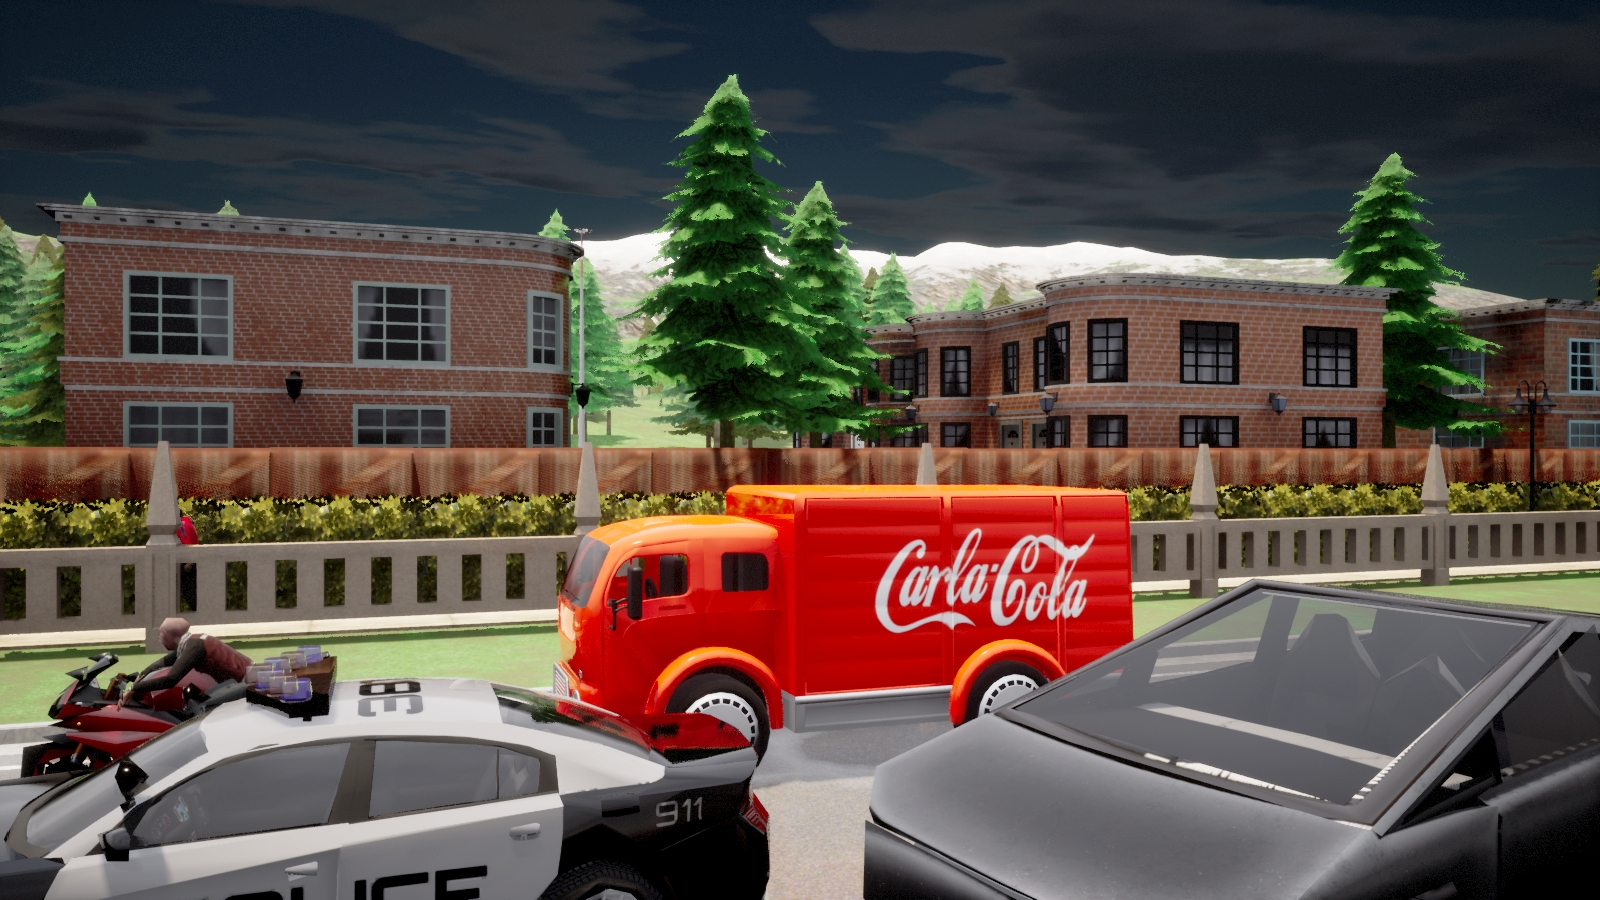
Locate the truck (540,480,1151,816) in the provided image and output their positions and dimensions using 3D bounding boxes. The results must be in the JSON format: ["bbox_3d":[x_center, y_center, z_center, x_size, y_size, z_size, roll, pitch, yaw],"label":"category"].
[{"bbox_3d":[0.341,1.571,10.872,5.204,2.467,2.627,0,0,-20],"label":"truck"}]

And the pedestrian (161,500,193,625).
[{"bbox_3d":[-9.500,1.700,17.426,0.375,1.860,0.375,0,0,-20],"label":"pedestrian"}]

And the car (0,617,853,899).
[{"bbox_3d":[-2.539,1.983,6.100,5.238,1.638,2.097,0,0,-20],"label":"car"}]

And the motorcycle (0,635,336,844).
[{"bbox_3d":[-4.855,2.205,8.981,2.209,1.251,0.867,0,0,-20],"label":"motorcycle"}]

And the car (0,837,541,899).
[{"bbox_3d":[-2.622,2.065,2.345,4.193,1.474,1.816,0,0,-20],"label":"car"}]

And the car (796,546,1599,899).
[{"bbox_3d":[3.288,1.756,5.800,6.274,2.098,2.390,0,0,-31],"label":"car"}]
